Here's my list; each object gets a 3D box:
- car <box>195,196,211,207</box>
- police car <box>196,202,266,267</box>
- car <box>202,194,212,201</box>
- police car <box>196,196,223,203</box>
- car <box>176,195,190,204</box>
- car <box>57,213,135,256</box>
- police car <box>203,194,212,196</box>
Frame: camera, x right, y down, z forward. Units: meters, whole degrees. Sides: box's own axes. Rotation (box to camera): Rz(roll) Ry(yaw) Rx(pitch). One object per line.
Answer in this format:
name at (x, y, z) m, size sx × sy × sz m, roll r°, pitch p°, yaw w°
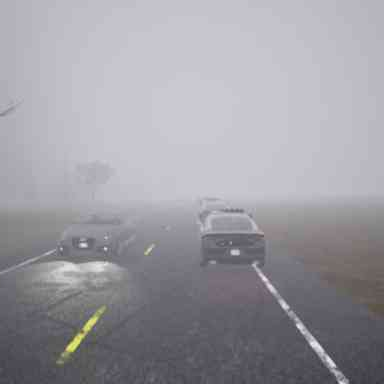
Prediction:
car at (1.555, 1.266, 47.040) m, size 2.033 × 1.411 × 5.357 m, roll 0°, pitch 0°, yaw 4°
police car at (1.177, 1.359, 11.266) m, size 1.930 × 1.638 × 5.238 m, roll 0°, pitch 0°, yaw 1°
car at (3.056, 1.113, 67.836) m, size 1.812 × 1.442 × 4.674 m, roll 0°, pitch 0°, yaw 5°
police car at (1.422, 1.301, 21.230) m, size 1.930 × 1.638 × 5.238 m, roll 0°, pitch 0°, yaw 2°
car at (-1.428, 1.190, 55.628) m, size 1.812 × 1.442 × 4.674 m, roll 0°, pitch 0°, yaw 5°
car at (-3.425, 1.490, 12.591) m, size 1.994 × 1.385 × 4.181 m, roll 0°, pitch 0°, yaw 1°
police car at (1.626, 1.266, 27.206) m, size 1.930 × 1.638 × 5.238 m, roll 0°, pitch 0°, yaw 2°
